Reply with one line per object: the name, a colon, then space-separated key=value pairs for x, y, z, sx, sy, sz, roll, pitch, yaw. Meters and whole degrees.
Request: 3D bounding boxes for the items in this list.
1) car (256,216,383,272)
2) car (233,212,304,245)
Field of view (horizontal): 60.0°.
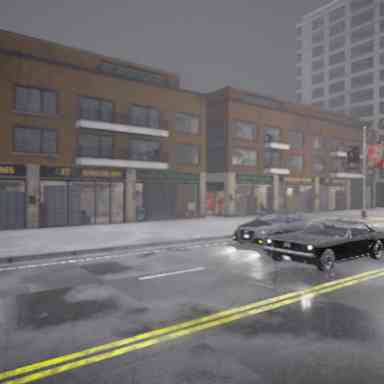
car: x=4.549 y=1.599 z=10.921 sx=4.718 sy=1.301 sz=1.895 roll=0 pitch=0 yaw=-35
car: x=3.789 y=1.561 z=14.370 sx=4.181 sy=1.385 sz=1.994 roll=0 pitch=0 yaw=-35
